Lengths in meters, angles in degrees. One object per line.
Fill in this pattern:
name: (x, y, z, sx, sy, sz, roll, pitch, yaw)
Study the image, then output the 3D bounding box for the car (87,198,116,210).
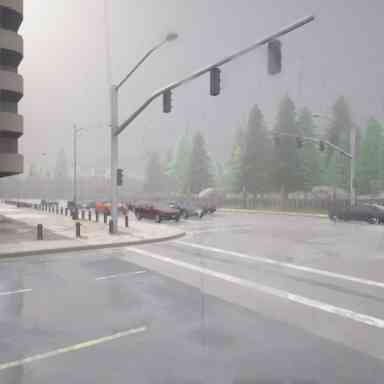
car: (-12.522, 1.603, 45.606, 2.033, 1.411, 5.357, 0, 0, -36)

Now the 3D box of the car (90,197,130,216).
car: (-8.287, 1.407, 33.974, 2.097, 1.767, 4.553, 0, 0, -36)

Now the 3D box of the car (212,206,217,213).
car: (0.346, 1.656, 34.412, 1.895, 1.301, 4.718, 0, 0, -36)

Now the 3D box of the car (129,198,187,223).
car: (-2.817, 1.533, 26.581, 1.882, 1.535, 5.008, 0, 0, -36)

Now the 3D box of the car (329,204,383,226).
car: (12.324, 1.571, 24.107, 1.812, 1.442, 4.674, 0, 0, -36)

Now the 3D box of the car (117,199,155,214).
car: (-6.353, 1.547, 37.252, 2.128, 1.511, 4.902, 0, 0, -36)

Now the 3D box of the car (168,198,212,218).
car: (-0.834, 1.547, 29.787, 2.128, 1.511, 4.902, 0, 0, -36)

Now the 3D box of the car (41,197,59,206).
car: (-23.419, 1.603, 54.607, 2.033, 1.411, 5.357, 0, 0, -36)

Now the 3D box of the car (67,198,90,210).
car: (-14.443, 1.547, 42.317, 2.128, 1.511, 4.902, 0, 0, -36)

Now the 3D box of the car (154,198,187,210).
car: (-2.908, 1.547, 44.699, 2.128, 1.511, 4.902, 0, 0, -36)
